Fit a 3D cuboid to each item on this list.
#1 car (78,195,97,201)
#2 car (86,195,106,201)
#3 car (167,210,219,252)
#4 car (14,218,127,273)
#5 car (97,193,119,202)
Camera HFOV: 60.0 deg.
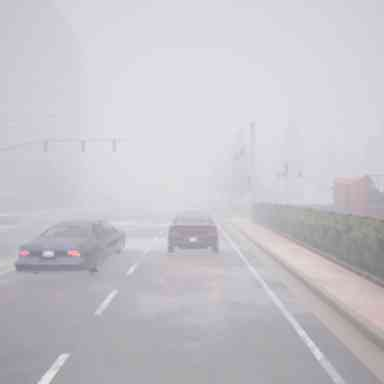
[{"bbox_3d":[-27.174,1.595,86.318,5.357,1.411,2.033,0,0,24],"label":"car"},{"bbox_3d":[-25.796,1.535,89.528,5.008,1.535,1.882,0,0,24],"label":"car"},{"bbox_3d":[0.057,1.486,13.925,1.882,1.535,5.008,0,0,1],"label":"car"},{"bbox_3d":[-3.477,1.555,10.606,2.033,1.411,5.357,0,0,0],"label":"car"},{"bbox_3d":[-18.937,1.273,76.334,5.566,2.045,2.150,0,0,45],"label":"car"}]
